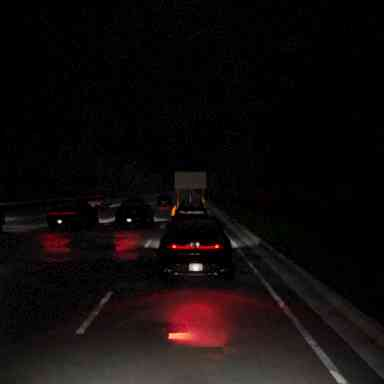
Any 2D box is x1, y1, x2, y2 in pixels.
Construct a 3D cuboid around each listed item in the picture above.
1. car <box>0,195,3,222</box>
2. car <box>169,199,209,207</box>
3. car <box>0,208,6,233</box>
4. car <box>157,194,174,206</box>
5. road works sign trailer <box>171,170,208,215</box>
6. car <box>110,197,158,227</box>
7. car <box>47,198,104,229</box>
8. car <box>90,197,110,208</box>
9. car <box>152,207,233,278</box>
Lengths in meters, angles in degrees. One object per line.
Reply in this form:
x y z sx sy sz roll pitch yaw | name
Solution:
-13.979 1.137 20.457 2.097 1.767 4.553 0 1 0 | car
0.014 1.276 20.160 2.128 1.511 4.902 1 1 1 | car
-10.447 1.072 14.378 2.150 2.045 5.566 0 1 0 | car
-3.614 1.033 44.830 1.837 1.490 4.892 0 0 0 | car
-0.112 0.213 24.020 2.380 3.560 2.880 0 1 -3 | road works sign trailer
-3.479 1.285 20.716 1.837 1.490 4.892 0 0 0 | car
-6.975 1.294 19.938 1.837 1.490 4.892 0 0 0 | car
-10.572 1.209 37.510 1.895 1.301 4.718 0 1 0 | car
0.075 1.401 9.778 1.837 1.490 4.892 0 0 0 | car
